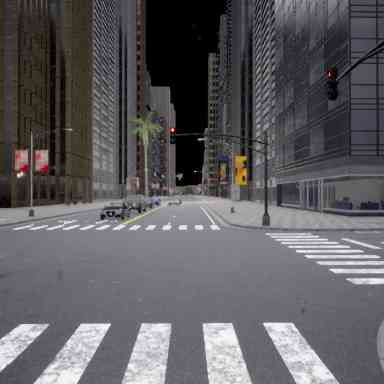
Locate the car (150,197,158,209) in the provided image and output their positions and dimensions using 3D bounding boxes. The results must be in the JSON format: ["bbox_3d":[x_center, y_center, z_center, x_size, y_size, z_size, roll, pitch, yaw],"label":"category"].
[{"bbox_3d":[-6.651,1.484,48.388,2.097,1.767,4.553,0,0,0],"label":"car"}]

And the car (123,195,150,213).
[{"bbox_3d":[-6.647,1.315,38.460,2.150,2.045,5.566,0,0,0],"label":"car"}]

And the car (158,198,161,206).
[{"bbox_3d":[-6.620,1.654,58.528,1.882,1.535,5.008,0,0,0],"label":"car"}]

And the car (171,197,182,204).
[{"bbox_3d":[-3.237,1.790,69.702,1.994,1.385,4.181,0,0,0],"label":"car"}]

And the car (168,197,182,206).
[{"bbox_3d":[-3.226,1.783,59.806,1.895,1.301,4.718,0,0,0],"label":"car"}]

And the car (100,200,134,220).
[{"bbox_3d":[-6.634,1.628,29.136,1.994,1.385,4.181,0,0,0],"label":"car"}]
